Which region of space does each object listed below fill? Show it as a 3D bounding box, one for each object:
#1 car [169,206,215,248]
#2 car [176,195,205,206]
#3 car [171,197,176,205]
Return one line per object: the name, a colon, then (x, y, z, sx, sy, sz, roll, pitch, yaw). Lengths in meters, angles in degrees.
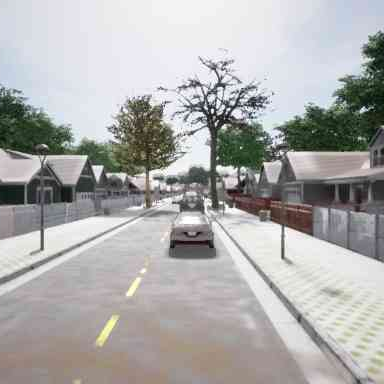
car: (0.000, 1.564, 14.651, 2.033, 1.411, 5.357, 0, 0, 0)
car: (0.001, 1.266, 29.681, 2.150, 2.045, 5.566, 0, 0, 0)
car: (-2.750, 1.622, 61.651, 2.033, 1.411, 5.357, 0, 0, 0)
